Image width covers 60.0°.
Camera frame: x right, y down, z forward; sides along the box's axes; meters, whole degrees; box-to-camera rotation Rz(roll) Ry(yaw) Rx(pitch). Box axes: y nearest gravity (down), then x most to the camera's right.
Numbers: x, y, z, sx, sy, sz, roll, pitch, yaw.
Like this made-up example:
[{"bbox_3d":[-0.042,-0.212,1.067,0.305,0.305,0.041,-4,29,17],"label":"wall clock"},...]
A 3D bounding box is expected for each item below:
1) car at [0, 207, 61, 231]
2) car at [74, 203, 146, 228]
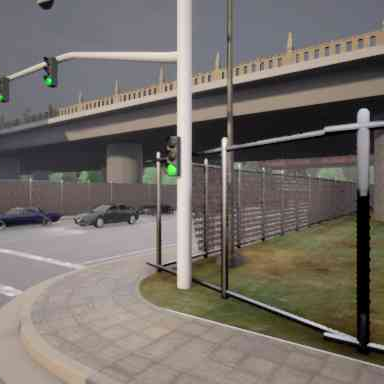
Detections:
[{"bbox_3d":[-11.094,1.647,21.415,1.895,1.301,4.718,0,0,37],"label":"car"},{"bbox_3d":[-5.734,1.552,22.865,1.837,1.490,4.892,0,0,35],"label":"car"}]
